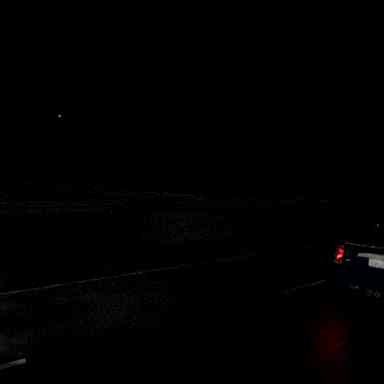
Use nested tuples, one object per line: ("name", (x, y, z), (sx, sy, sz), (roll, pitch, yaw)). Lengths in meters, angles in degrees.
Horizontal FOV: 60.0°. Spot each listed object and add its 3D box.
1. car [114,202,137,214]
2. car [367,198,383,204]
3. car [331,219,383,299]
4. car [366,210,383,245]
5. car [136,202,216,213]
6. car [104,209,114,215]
("car", (-2.650, 1.511, 23.596), (4.892, 1.490, 1.837), (0, 0, -35))
("car", (28.441, 1.539, 50.019), (5.357, 1.411, 2.033), (0, 0, -35))
("car", (5.185, 1.356, 7.445), (4.553, 1.767, 2.097), (0, 0, -36))
("car", (10.499, 1.553, 15.535), (5.357, 1.411, 2.033), (0, 0, -35))
("car", (-0.619, 1.497, 20.746), (4.902, 1.511, 2.128), (0, 0, -35))
("car", (-4.669, 1.532, 26.456), (4.674, 1.442, 1.812), (0, 0, -35))
